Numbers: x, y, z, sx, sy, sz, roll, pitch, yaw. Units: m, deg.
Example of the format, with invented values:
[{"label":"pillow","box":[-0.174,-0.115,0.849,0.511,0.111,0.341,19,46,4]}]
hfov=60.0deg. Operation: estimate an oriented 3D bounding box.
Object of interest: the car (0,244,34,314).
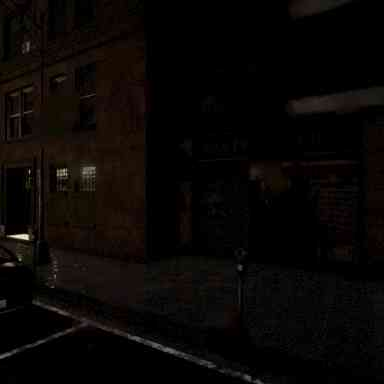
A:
[{"label":"car","box":[-4.827,1.551,6.510,4.403,1.369,2.008,0,0,35]}]
